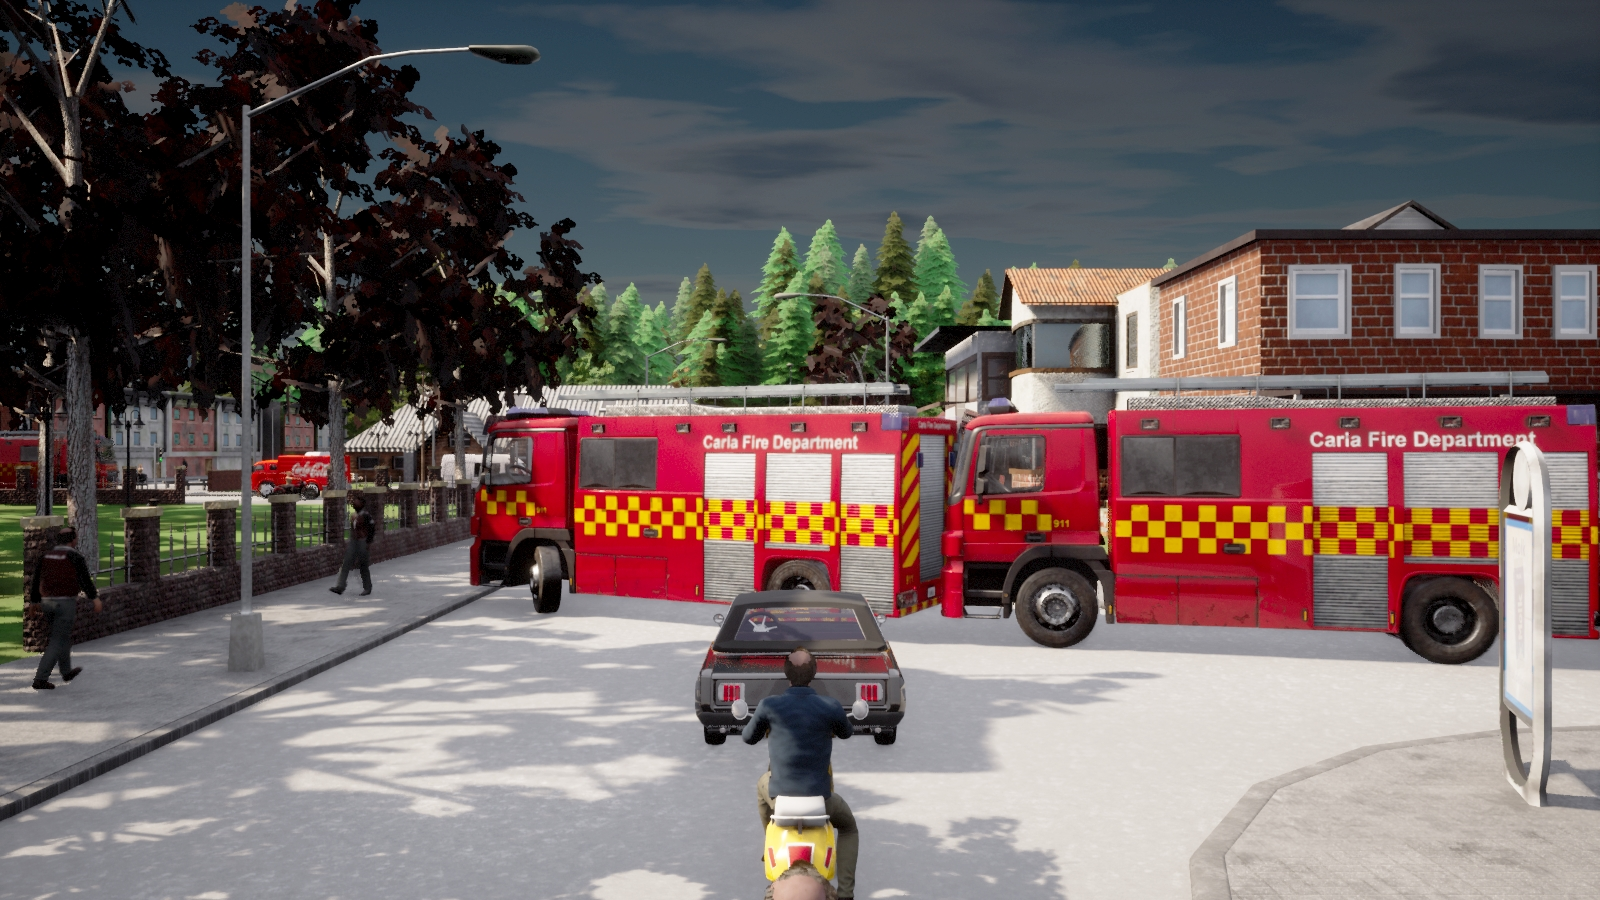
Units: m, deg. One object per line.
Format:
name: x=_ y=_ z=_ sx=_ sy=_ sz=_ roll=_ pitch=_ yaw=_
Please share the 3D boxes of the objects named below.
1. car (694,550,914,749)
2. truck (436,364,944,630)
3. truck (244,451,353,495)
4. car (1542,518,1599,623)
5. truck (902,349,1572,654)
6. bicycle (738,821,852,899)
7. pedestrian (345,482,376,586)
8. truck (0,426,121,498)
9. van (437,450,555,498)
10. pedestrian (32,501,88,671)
car: x=0.033 y=1.930 z=12.217 sx=1.895 sy=1.301 sz=4.718 roll=0 pitch=0 yaw=0
truck: x=-2.040 y=0.664 z=19.657 sx=8.468 sy=3.827 sz=2.891 roll=0 pitch=0 yaw=27
truck: x=-29.171 y=1.321 z=66.623 sx=5.204 sy=2.467 sz=2.627 roll=0 pitch=0 yaw=0
car: x=14.323 y=1.835 z=17.290 sx=4.792 sy=1.488 sz=2.163 roll=0 pitch=0 yaw=0
truck: x=5.930 y=0.661 z=16.774 sx=8.468 sy=3.827 sz=2.891 roll=0 pitch=0 yaw=14
bicycle: x=-0.015 y=1.938 z=3.086 sx=0.329 sy=1.271 sz=1.835 roll=0 pitch=0 yaw=0
pedestrian: x=-8.011 y=1.516 z=20.832 sx=0.375 sy=1.860 sz=0.375 roll=0 pitch=0 yaw=21
truck: x=-42.484 y=0.645 z=62.793 sx=8.468 sy=3.827 sz=2.891 roll=0 pitch=0 yaw=-17
van: x=-16.613 y=1.289 z=62.612 sx=5.915 sy=2.561 sz=1.988 roll=0 pitch=0 yaw=0
pedestrian: x=-8.331 y=1.517 z=12.863 sx=0.375 sy=1.860 sz=0.375 roll=0 pitch=0 yaw=7
